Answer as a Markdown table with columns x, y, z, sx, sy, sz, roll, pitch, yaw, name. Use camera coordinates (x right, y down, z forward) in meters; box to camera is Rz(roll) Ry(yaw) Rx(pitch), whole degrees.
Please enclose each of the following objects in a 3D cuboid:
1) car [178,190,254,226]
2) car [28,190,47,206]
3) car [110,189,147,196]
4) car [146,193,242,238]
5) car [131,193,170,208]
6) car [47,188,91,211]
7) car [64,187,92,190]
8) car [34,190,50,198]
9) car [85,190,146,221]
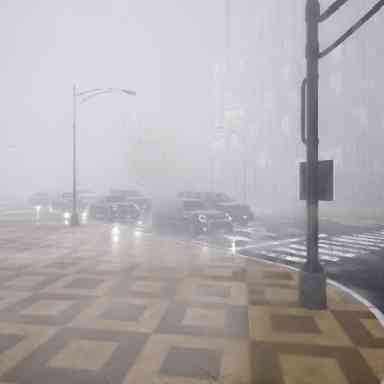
| x | y | z | sx | sy | sz | roll | pitch | yaw | name |
| --- | --- | --- | --- | --- | --- | --- | --- | --- | --- |
| 1.118 | 0.950 | 20.194 | 2.150 | 2.045 | 5.566 | 0 | 1 | -40 | car |
| -17.838 | 0.771 | 39.079 | 1.812 | 1.442 | 4.674 | 0 | 1 | -38 | car |
| -5.507 | 0.754 | 28.616 | 2.150 | 2.045 | 5.566 | 0 | 1 | -38 | car |
| -0.072 | 1.124 | 16.499 | 2.097 | 1.767 | 4.553 | 0 | 1 | -38 | car |
| -4.876 | 0.935 | 38.636 | 2.033 | 1.411 | 5.357 | 0 | 1 | -38 | car |
| -11.522 | 0.786 | 31.004 | 2.097 | 1.767 | 4.553 | 0 | 1 | -38 | car |
| -12.127 | 0.558 | 37.051 | 2.150 | 2.045 | 5.566 | 0 | 1 | -37 | car |
| -28.753 | 0.281 | 63.747 | 1.812 | 1.442 | 4.674 | 0 | 1 | -38 | car |
| -5.488 | 0.965 | 23.342 | 2.097 | 1.767 | 4.553 | 0 | 1 | -38 | car |
